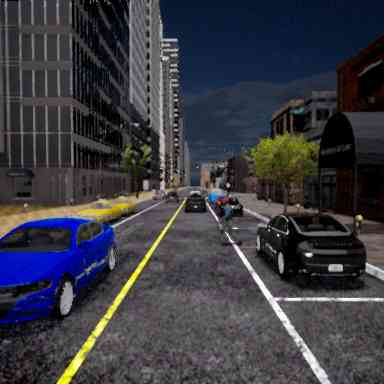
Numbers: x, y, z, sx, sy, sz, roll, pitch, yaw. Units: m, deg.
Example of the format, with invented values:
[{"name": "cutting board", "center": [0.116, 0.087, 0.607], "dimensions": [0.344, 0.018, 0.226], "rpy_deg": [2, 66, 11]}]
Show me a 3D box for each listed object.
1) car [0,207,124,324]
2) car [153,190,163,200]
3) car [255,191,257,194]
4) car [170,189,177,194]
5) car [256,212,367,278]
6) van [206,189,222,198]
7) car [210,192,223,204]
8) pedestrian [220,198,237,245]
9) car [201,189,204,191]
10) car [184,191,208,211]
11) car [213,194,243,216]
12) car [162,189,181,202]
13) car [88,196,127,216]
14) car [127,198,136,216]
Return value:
[{"name": "car", "center": [-3.037, 1.338, 7.266], "dimensions": [1.882, 1.535, 5.008], "rpy_deg": [0, 1, 1]}, {"name": "car", "center": [-5.223, 0.428, 53.640], "dimensions": [1.967, 1.590, 4.097], "rpy_deg": [-1, 1, 1]}, {"name": "car", "center": [17.214, -0.021, 76.683], "dimensions": [5.009, 1.841, 2.192], "rpy_deg": [1, 1, 1]}, {"name": "car", "center": [-5.020, -0.194, 91.412], "dimensions": [1.752, 1.417, 4.829], "rpy_deg": [-1, 1, 1]}, {"name": "car", "center": [3.084, 1.324, 9.502], "dimensions": [1.837, 1.490, 4.892], "rpy_deg": [0, 1, 1]}, {"name": "van", "center": [3.055, 0.540, 42.482], "dimensions": [1.690, 1.788, 3.998], "rpy_deg": [-1, 1, 1]}, {"name": "car", "center": [2.960, 0.989, 31.420], "dimensions": [1.802, 1.307, 4.206], "rpy_deg": [-1, 1, 1]}, {"name": "pedestrian", "center": [1.342, 1.058, 12.384], "dimensions": [0.375, 1.860, 0.375], "rpy_deg": [-1, 2, -1]}, {"name": "car", "center": [0.499, 0.621, 47.989], "dimensions": [1.812, 1.442, 4.674], "rpy_deg": [0, 1, 1]}, {"name": "car", "center": [0.336, 0.931, 30.437], "dimensions": [1.837, 1.490, 4.892], "rpy_deg": [0, 2, 1]}, {"name": "car", "center": [2.910, 1.077, 25.886], "dimensions": [1.947, 1.339, 4.313], "rpy_deg": [-1, 1, 1]}, {"name": "car", "center": [-2.670, 0.631, 46.408], "dimensions": [1.837, 1.490, 4.892], "rpy_deg": [0, 1, 1]}, {"name": "car", "center": [-5.522, 1.141, 20.269], "dimensions": [1.752, 1.417, 4.829], "rpy_deg": [-1, 1, 1]}, {"name": "car", "center": [-5.472, 1.037, 25.803], "dimensions": [1.752, 1.417, 4.829], "rpy_deg": [-1, 1, 1]}]
